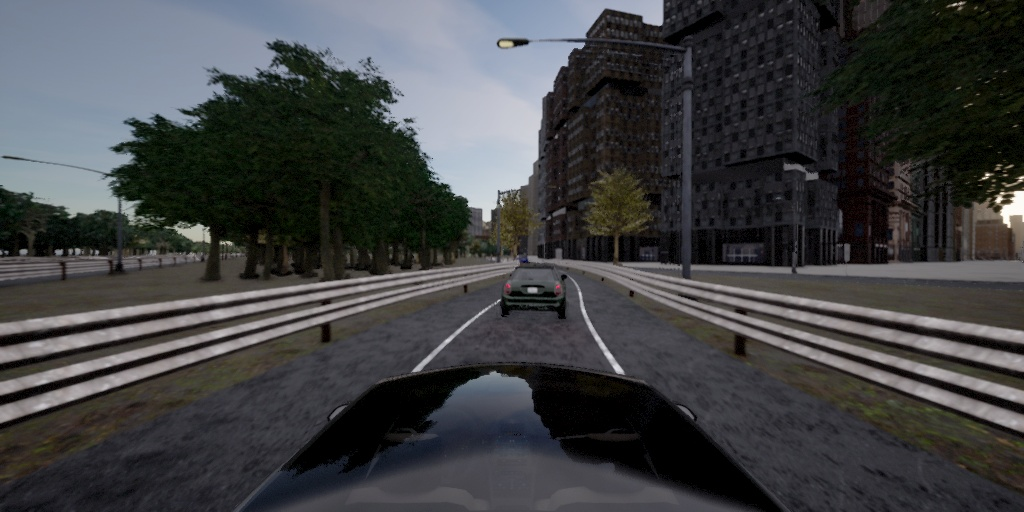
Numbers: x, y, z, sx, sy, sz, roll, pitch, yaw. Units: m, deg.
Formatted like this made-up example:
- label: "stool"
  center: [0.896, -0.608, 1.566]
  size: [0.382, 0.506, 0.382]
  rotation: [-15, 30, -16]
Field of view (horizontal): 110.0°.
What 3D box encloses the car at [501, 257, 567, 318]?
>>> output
- label: "car"
  center: [0.930, 1.070, 13.180]
  size: [2.097, 1.767, 4.553]
  rotation: [1, 0, 8]
